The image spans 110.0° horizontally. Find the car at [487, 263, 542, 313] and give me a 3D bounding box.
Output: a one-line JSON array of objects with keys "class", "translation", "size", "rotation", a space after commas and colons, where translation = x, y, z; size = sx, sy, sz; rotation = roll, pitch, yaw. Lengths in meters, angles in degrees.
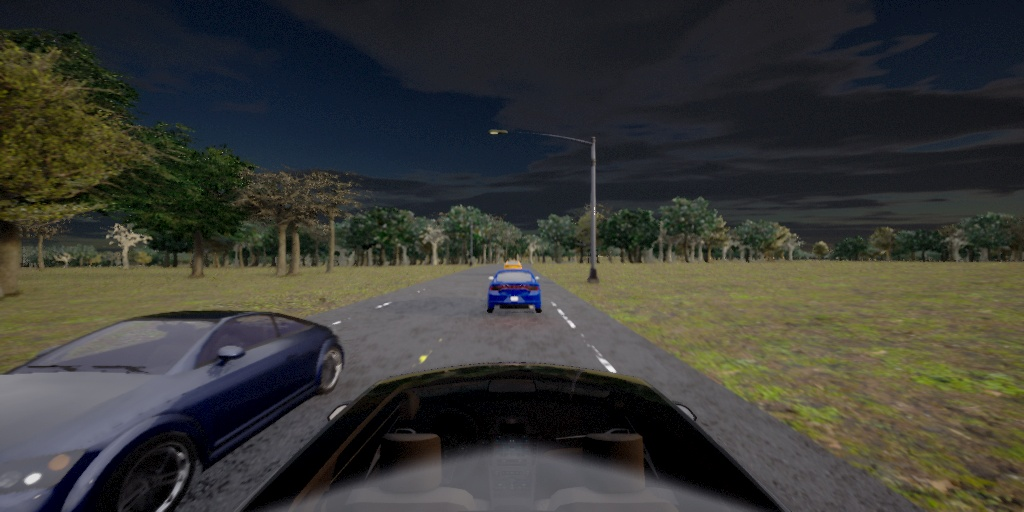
[{"class": "car", "translation": [0.089, 1.241, 14.219], "size": [1.882, 1.535, 5.008], "rotation": [0, 0, 0]}]

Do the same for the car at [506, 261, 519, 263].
[{"class": "car", "translation": [0.105, 1.248, 40.317], "size": [1.882, 1.535, 5.008], "rotation": [0, 0, 0]}]

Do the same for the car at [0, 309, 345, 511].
[{"class": "car", "translation": [-3.584, 1.319, 3.869], "size": [1.994, 1.385, 4.181], "rotation": [0, 0, 0]}]
